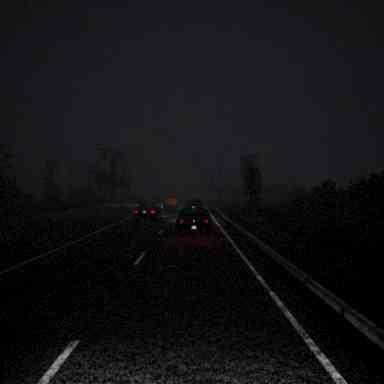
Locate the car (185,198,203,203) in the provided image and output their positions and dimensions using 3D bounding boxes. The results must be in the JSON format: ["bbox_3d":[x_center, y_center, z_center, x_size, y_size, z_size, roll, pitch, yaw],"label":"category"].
[{"bbox_3d":[0.214,1.420,39.217,1.837,1.490,4.892,0,1,1],"label":"car"}]

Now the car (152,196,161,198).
[{"bbox_3d":[-6.376,1.415,59.939,2.033,1.411,5.357,0,0,3],"label":"car"}]

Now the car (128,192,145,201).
[{"bbox_3d":[-9.874,1.090,60.055,2.150,2.045,5.566,0,0,3],"label":"car"}]

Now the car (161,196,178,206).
[{"bbox_3d":[-3.083,1.368,49.718,1.882,1.535,5.008,0,0,2],"label":"car"}]

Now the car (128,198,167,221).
[{"bbox_3d":[-3.445,1.489,26.699,2.033,1.411,5.357,0,0,1],"label":"car"}]

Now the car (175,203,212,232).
[{"bbox_3d":[0.108,1.558,19.600,1.895,1.301,4.718,0,0,0],"label":"car"}]
